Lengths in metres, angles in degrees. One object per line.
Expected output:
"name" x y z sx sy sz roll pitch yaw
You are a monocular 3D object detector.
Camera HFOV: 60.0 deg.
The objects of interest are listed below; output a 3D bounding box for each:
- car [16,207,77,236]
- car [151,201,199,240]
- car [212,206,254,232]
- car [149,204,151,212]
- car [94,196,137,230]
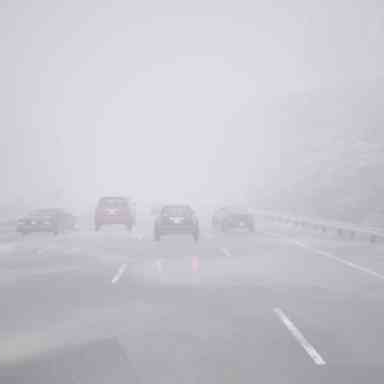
"car" -8.005 1.576 18.764 2.033 1.411 5.357 0 0 -6
"car" -0.878 1.364 17.327 2.097 1.767 4.553 0 0 -5
"car" 2.388 1.532 19.884 1.812 1.442 4.674 0 0 -6
"car" -3.529 1.629 35.755 1.895 1.301 4.718 0 0 -11
"car" -4.788 1.244 21.263 2.150 2.045 5.566 0 0 -7
